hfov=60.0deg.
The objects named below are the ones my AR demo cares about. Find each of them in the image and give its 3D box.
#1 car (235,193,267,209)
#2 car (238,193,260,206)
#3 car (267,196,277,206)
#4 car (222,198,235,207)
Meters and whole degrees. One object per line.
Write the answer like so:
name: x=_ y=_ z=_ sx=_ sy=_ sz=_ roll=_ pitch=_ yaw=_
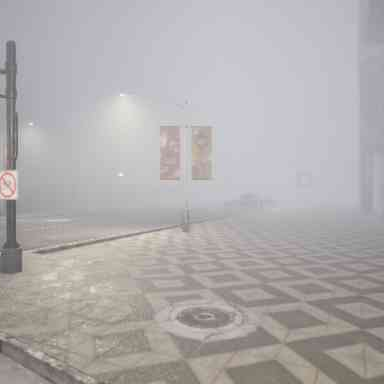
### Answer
car: x=8.202 y=1.189 z=45.830 sx=2.150 sy=2.045 sz=5.566 roll=0 pitch=0 yaw=26
car: x=9.811 y=1.183 z=56.612 sx=2.150 sy=2.045 sz=5.566 roll=0 pitch=0 yaw=26
car: x=12.719 y=1.449 z=55.159 sx=2.128 sy=1.511 sz=4.902 roll=0 pitch=0 yaw=26
car: x=6.150 y=1.571 z=49.048 sx=1.895 sy=1.301 sz=4.718 roll=0 pitch=0 yaw=27
